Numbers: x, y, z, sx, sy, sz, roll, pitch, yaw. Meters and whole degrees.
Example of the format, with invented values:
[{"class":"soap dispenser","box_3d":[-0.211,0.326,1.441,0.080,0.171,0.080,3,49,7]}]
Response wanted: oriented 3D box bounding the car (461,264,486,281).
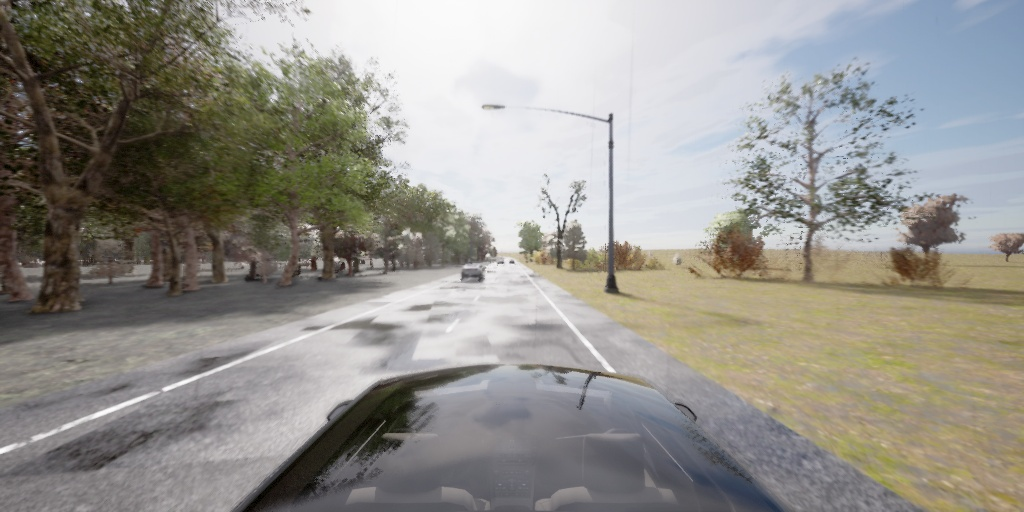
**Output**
[{"class":"car","box_3d":[-3.494,1.444,32.630,2.128,1.511,4.902,0,0,0]}]
